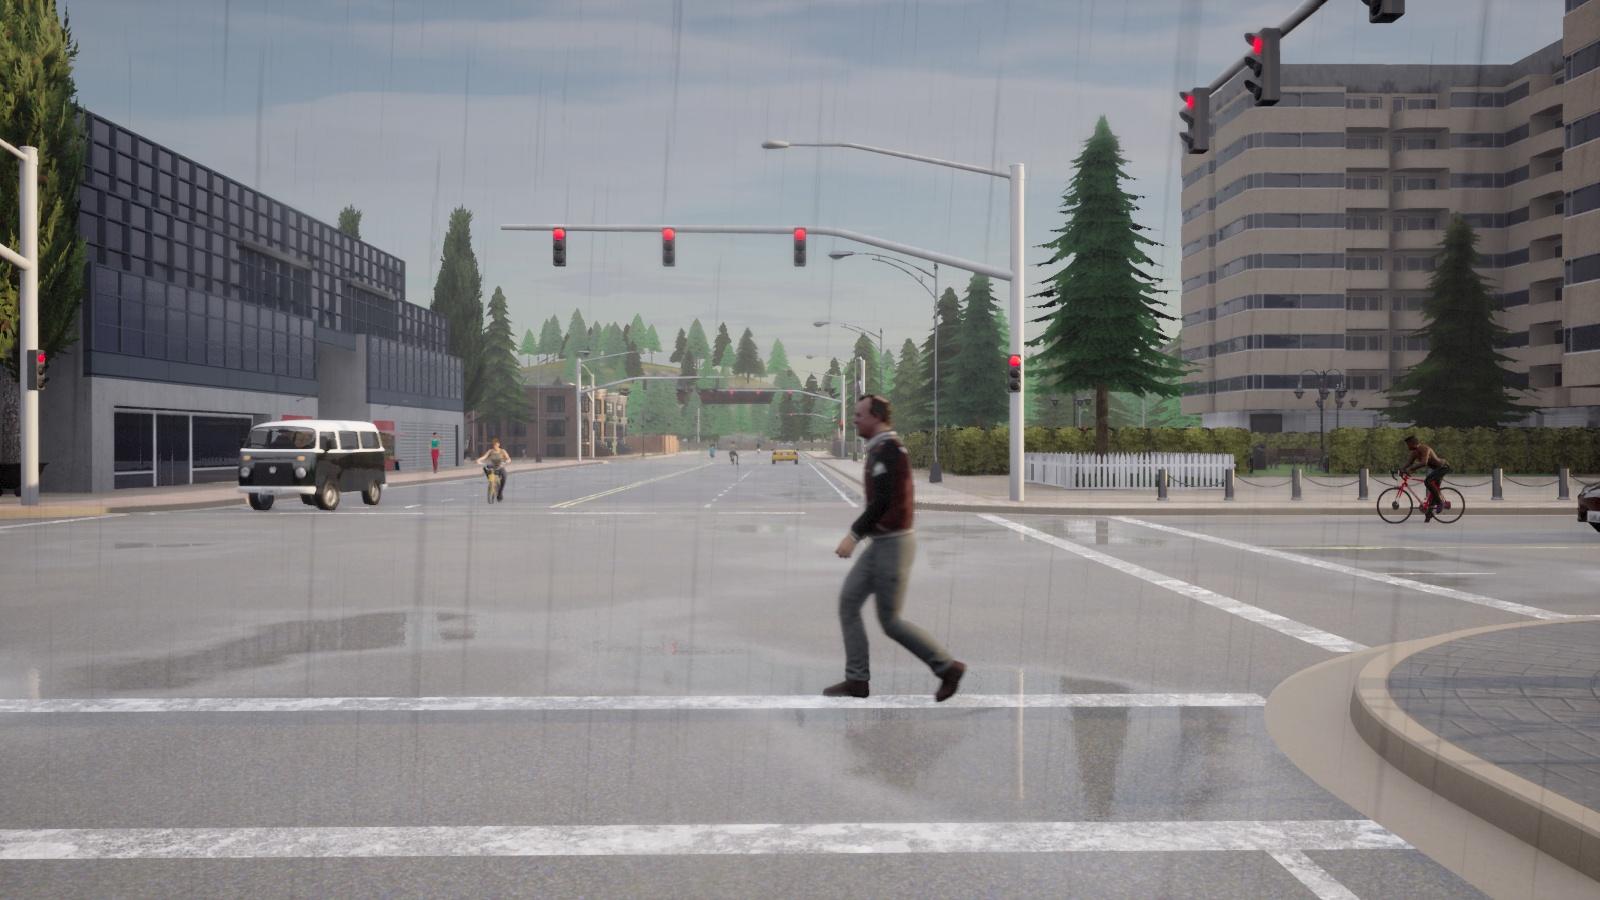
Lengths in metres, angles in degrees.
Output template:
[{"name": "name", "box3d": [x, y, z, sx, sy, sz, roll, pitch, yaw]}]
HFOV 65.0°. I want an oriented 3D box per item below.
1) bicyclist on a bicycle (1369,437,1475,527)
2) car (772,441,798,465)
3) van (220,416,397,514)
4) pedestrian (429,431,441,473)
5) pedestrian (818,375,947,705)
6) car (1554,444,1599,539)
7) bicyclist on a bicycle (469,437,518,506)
[{"name": "bicyclist on a bicycle", "box3d": [11.414, 0.578, 23.080, 1.656, 1.620, 0.582, 0, 0, -1]}, {"name": "car", "box3d": [-1.048, 0.189, 87.747, 1.801, 1.575, 5.366, 0, 0, -1]}, {"name": "van", "box3d": [-11.076, 0.300, 28.698, 2.069, 2.038, 4.480, 1, 0, 3]}, {"name": "pedestrian", "box3d": [-16.110, 0.079, 55.423, 0.345, 1.836, 0.594, 0, 0, -1]}, {"name": "pedestrian", "box3d": [0.468, 0.505, 7.243, 0.720, 1.854, 0.376, 0, 0, 2]}, {"name": "car", "box3d": [14.827, 0.647, 19.625, 4.792, 1.488, 2.163, 0, 0, -1]}, {"name": "bicyclist on a bicycle", "box3d": [-7.442, 0.505, 30.542, 0.866, 1.612, 1.509, 0, 1, -2]}]
